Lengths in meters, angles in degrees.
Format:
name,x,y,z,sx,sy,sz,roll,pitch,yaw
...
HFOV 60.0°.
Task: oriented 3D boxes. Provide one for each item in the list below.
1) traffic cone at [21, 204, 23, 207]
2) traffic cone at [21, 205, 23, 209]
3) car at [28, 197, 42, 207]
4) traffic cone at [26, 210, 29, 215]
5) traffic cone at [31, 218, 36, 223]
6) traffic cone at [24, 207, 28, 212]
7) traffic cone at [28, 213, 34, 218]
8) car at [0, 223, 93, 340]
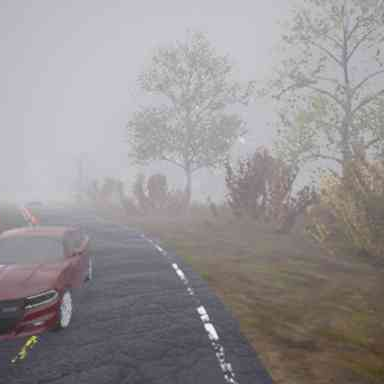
name,x,y,z,sx,sy,sz,roll,pitch,yaw
traffic cone,-21.382,2.027,42.280,0.340,0.580,0.340,0,0,-29
traffic cone,-18.984,2.023,37.892,0.340,0.580,0.340,0,0,-29
car,-25.529,1.565,54.092,1.882,1.535,5.008,0,0,-30
traffic cone,-14.187,2.012,29.118,0.340,0.580,0.340,0,0,-29
traffic cone,-9.514,1.999,20.424,0.340,0.580,0.340,0,0,-26
traffic cone,-16.585,2.018,33.505,0.340,0.580,0.340,0,0,-29
traffic cone,-11.789,2.006,24.731,0.340,0.580,0.340,0,0,-29
car,-3.255,1.496,6.909,1.882,1.535,5.008,0,0,-10
